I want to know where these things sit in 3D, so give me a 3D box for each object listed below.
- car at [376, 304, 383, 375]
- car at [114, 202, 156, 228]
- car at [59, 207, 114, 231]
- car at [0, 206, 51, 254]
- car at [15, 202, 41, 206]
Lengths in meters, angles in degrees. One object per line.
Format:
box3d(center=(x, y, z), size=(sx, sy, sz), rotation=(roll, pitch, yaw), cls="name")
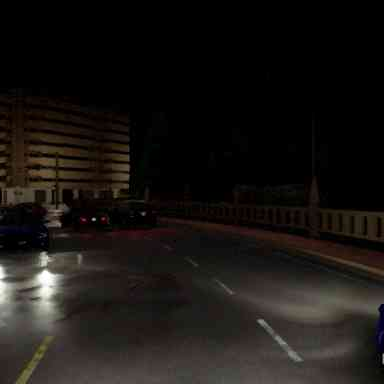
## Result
box3d(center=(3.241, 1.472, 1.997), size=(1.882, 1.535, 5.008), rotation=(0, 0, -4), cls="car")
box3d(center=(-4.301, 1.472, 23.304), size=(2.097, 1.767, 4.553), rotation=(0, 0, -33), cls="car")
box3d(center=(-7.147, 1.673, 21.614), size=(2.033, 1.411, 5.357), rotation=(0, 0, -34), cls="car")
box3d(center=(-7.220, 1.573, 14.231), size=(1.882, 1.535, 5.008), rotation=(0, 0, -27), cls="car")
box3d(center=(-14.816, 1.674, 29.791), size=(5.008, 1.535, 1.882), rotation=(0, 0, 42), cls="car")
